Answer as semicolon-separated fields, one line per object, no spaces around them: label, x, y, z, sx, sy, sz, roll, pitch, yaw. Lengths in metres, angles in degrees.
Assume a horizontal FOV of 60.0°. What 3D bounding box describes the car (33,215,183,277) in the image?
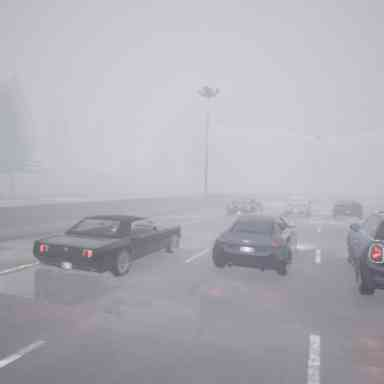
car;-1.934;1.299;9.390;1.895;1.301;4.718;2;2;21

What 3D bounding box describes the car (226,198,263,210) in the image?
car;4.056;1.086;24.772;1.895;1.301;4.718;2;2;21

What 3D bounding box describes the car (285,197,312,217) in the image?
car;8.432;1.096;26.303;1.812;1.442;4.674;2;2;22

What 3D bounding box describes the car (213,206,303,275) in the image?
car;2.082;1.359;10.061;1.994;1.385;4.181;2;2;21

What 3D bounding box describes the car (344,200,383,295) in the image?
car;5.118;1.278;8.196;2.097;1.767;4.553;2;1;21

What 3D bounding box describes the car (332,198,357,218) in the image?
car;11.868;1.165;25.474;1.882;1.535;5.008;2;2;22
